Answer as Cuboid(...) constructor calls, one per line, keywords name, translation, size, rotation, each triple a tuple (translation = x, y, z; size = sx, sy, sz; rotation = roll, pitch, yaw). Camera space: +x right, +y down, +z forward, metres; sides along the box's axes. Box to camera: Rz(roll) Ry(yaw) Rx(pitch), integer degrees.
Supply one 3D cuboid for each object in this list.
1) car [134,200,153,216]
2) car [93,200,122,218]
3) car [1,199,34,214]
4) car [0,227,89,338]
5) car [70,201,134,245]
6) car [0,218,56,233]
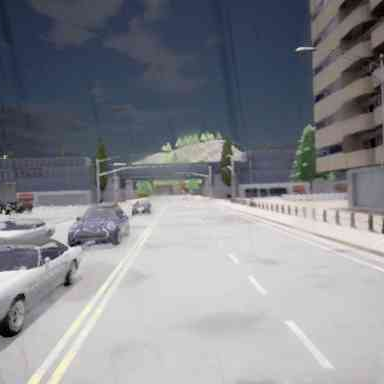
Cuboid(name="car", translation=(-5.124, 1.592, 34.668), size=(2.128, 1.511, 4.902), rotation=(-2, 0, -2))
Cuboid(name="car", translation=(-8.613, 1.712, 34.396), size=(1.882, 1.535, 5.008), rotation=(-2, 0, -2))
Cuboid(name="car", translation=(-23.142, 1.914, 44.769), size=(1.932, 1.855, 4.605), rotation=(-2, 0, -3))
Cuboid(name="car", translation=(-3.818, 1.728, 6.922), size=(1.895, 1.301, 4.718), rotation=(-2, 0, -3))
Cuboid(name="car", translation=(-4.262, 1.473, 15.840), size=(2.097, 1.767, 4.553), rotation=(-2, 0, -3))
Cuboid(name="car", translation=(-7.693, 1.854, 14.555), size=(1.895, 1.301, 4.718), rotation=(-2, 0, -3))
